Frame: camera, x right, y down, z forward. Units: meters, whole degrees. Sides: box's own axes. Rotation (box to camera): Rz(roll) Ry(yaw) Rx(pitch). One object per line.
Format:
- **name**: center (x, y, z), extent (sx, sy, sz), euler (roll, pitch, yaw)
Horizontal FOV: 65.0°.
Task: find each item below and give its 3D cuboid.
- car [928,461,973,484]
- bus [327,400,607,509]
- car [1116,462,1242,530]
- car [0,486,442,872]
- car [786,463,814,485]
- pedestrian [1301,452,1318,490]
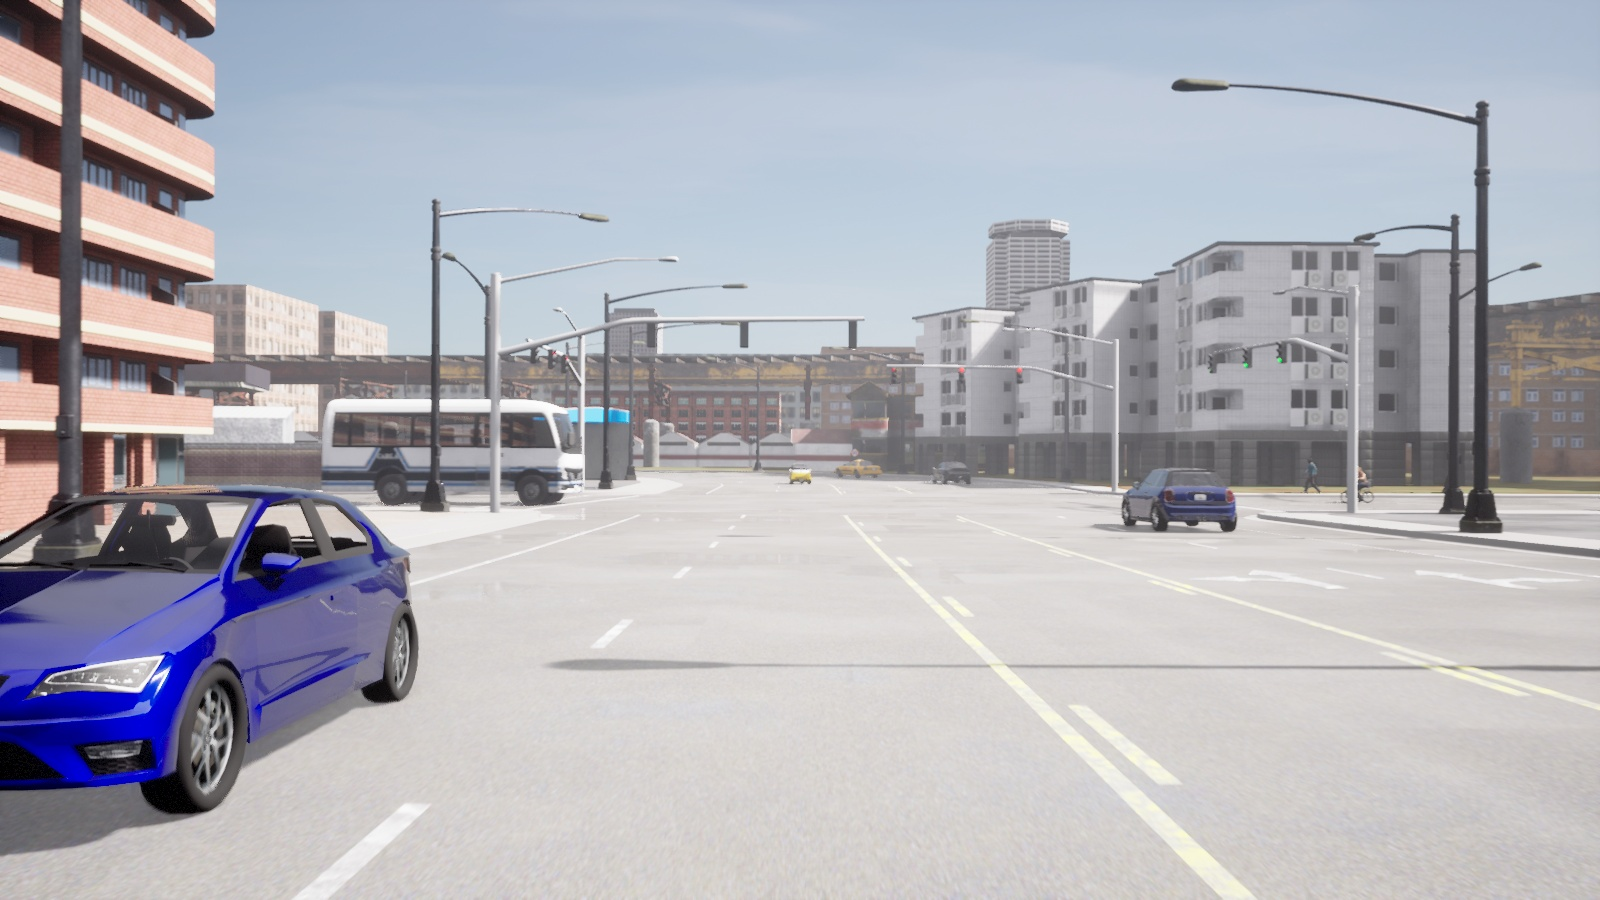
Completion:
- **car**: center (10.211, 1.489, 85.364), extent (1.837, 1.490, 4.892), euler (0, 0, -8)
- **bus**: center (-13.366, 0.200, 51.053), extent (10.273, 4.253, 3.944), euler (0, 0, 3)
- **car**: center (10.417, 1.215, 34.887), extent (2.097, 1.767, 4.553), euler (0, -1, 0)
- **car**: center (-3.517, 0.967, 7.062), extent (1.816, 1.474, 4.193), euler (0, -1, 0)
- **car**: center (-0.023, 1.579, 82.494), extent (1.481, 1.376, 2.207), euler (0, 0, -9)
- **pedestrian**: center (25.809, 1.078, 63.636), extent (0.692, 1.930, 0.396), euler (0, 0, 2)
